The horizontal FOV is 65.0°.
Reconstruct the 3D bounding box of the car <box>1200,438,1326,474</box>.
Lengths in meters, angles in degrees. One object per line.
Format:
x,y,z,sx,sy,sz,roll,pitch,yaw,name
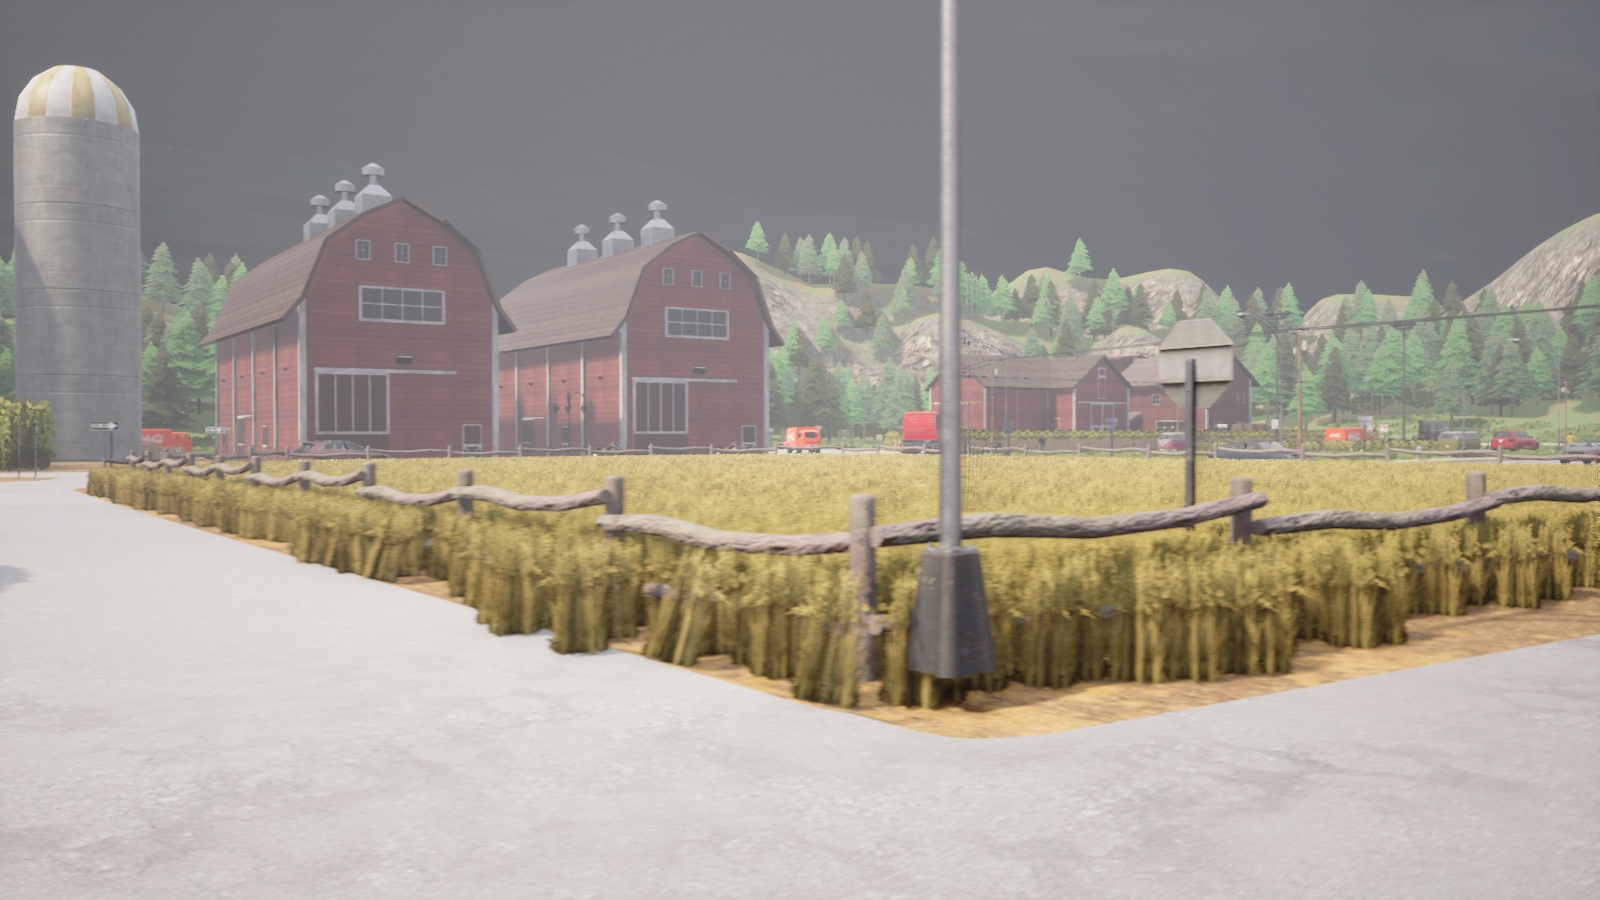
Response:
20.154,0.245,54.881,2.163,1.488,4.792,-1,1,-35,car

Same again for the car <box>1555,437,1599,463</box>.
44.016,-0.026,69.850,4.181,1.385,1.994,-1,1,-36,car

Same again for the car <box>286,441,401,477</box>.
-22.348,0.428,61.554,4.856,1.649,2.033,-1,1,-43,car

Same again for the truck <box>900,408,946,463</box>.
8.159,-0.969,83.423,2.891,3.462,7.936,0,1,5,truck
